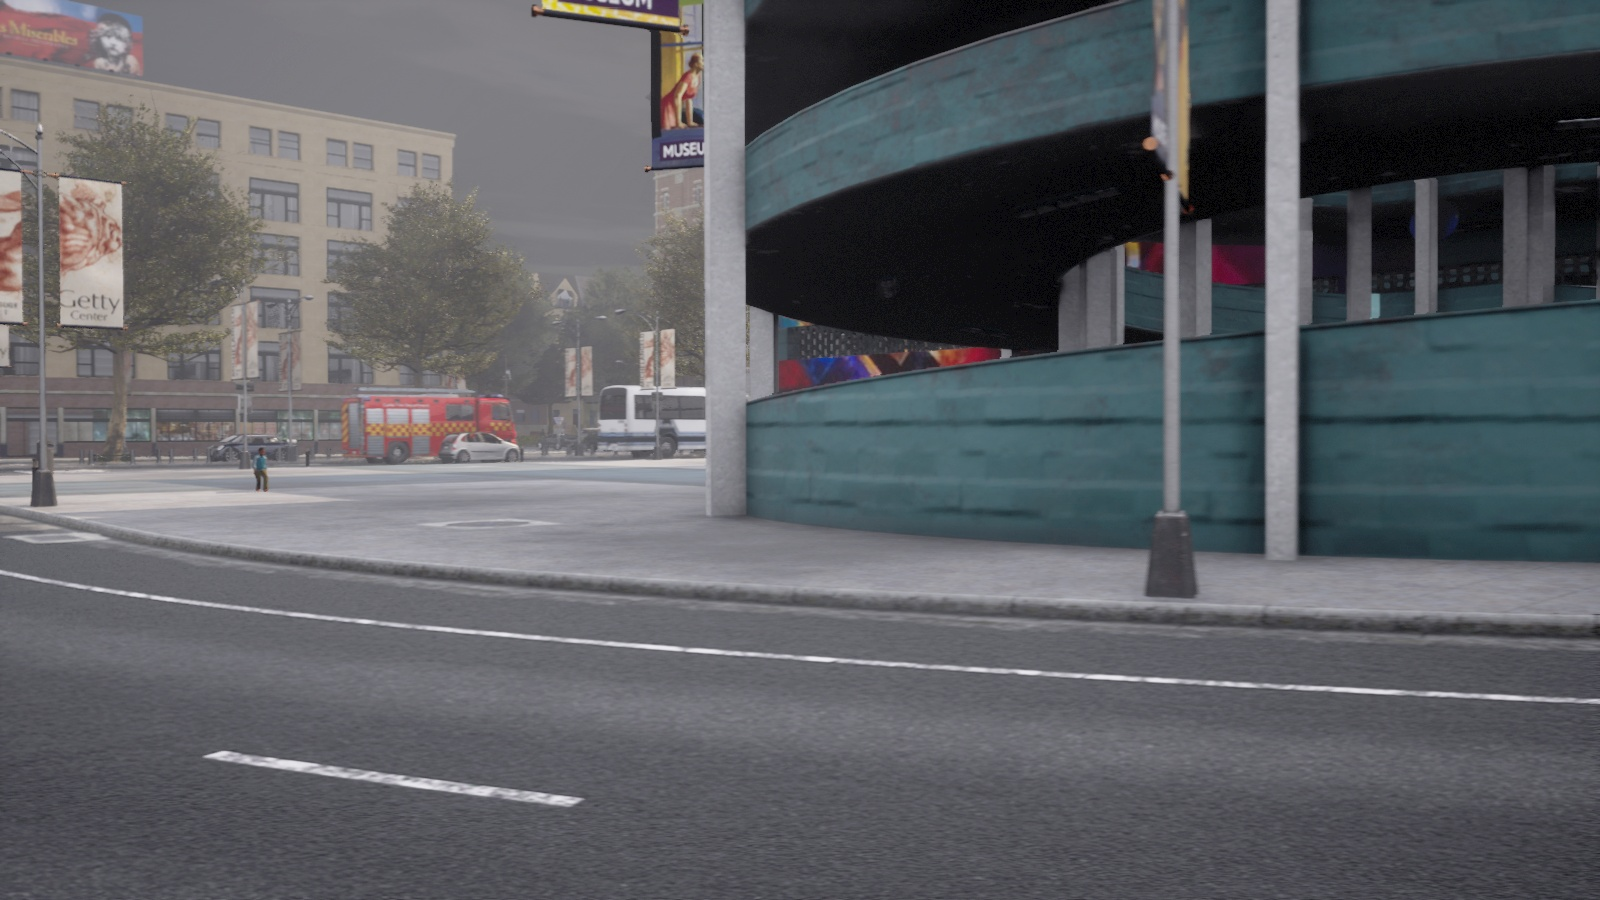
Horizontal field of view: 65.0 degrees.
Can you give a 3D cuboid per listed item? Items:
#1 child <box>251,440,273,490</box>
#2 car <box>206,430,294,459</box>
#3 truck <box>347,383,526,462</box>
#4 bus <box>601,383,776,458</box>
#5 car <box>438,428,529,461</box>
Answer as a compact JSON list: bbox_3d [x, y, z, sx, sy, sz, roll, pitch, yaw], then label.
[{"bbox_3d":[-12.997,0.356,30.329,0.343,1.192,0.448,-1,1,-44],"label":"child"},{"bbox_3d":[-28.989,-0.318,66.212,3.806,1.475,1.970,-1,1,-42],"label":"car"},{"bbox_3d":[-18.666,-1.384,64.860,8.468,3.827,2.891,-1,1,-42],"label":"truck"},{"bbox_3d":[-6.604,-1.713,75.898,10.273,4.253,3.944,-1,1,-42],"label":"bus"},{"bbox_3d":[-15.795,-0.279,62.764,3.988,1.617,1.851,-1,1,-42],"label":"car"}]
